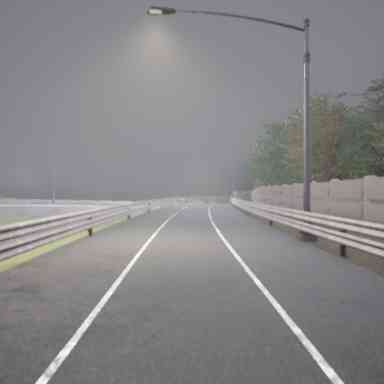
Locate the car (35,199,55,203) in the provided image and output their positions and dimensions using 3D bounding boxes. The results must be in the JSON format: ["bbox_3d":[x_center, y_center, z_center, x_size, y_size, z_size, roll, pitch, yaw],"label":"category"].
[{"bbox_3d":[-38.457,2.643,86.652,5.357,1.411,2.033,1,-4,-19],"label":"car"}]
